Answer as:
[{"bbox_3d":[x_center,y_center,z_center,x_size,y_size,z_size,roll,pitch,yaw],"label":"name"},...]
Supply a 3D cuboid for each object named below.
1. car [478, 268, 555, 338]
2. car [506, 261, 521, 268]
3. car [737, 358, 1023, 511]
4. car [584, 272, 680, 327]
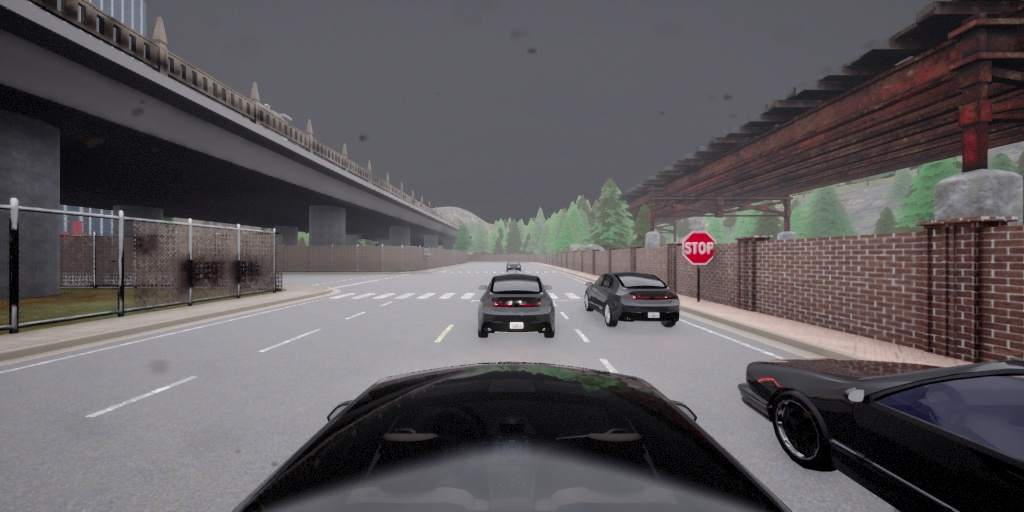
[{"bbox_3d":[0.105,1.255,10.166,1.837,1.490,4.892,0,0,0],"label":"car"},{"bbox_3d":[0.218,1.351,46.378,1.895,1.301,4.718,0,0,-1],"label":"car"},{"bbox_3d":[3.600,1.297,1.776,2.033,1.411,5.357,0,0,0],"label":"car"},{"bbox_3d":[3.608,1.255,11.522,1.837,1.490,4.892,0,0,0],"label":"car"}]
